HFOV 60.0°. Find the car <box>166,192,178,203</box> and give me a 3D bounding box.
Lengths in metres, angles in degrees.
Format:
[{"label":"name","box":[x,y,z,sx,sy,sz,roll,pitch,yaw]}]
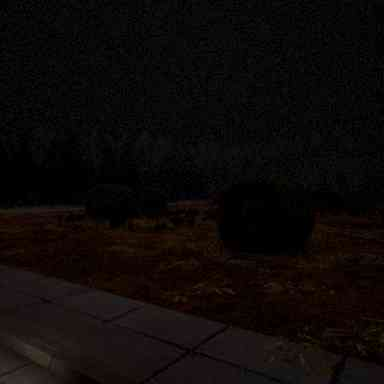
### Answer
[{"label":"car","box":[-4.992,1.097,61.644,2.150,2.045,5.566,0,0,37]}]
